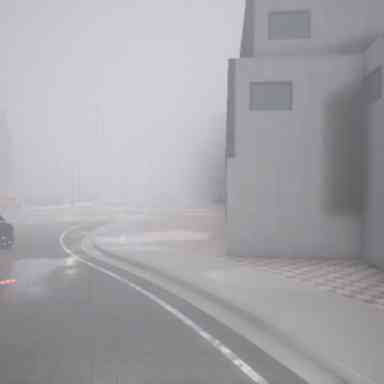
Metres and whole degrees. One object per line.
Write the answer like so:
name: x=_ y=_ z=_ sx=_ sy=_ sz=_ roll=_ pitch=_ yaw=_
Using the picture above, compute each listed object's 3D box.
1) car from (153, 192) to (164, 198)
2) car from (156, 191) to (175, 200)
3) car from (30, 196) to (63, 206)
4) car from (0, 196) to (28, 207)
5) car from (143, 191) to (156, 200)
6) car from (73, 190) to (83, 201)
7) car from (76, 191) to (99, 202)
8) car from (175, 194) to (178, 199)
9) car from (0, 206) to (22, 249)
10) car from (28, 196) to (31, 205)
car: x=-8.225 y=0.786 z=82.333 sx=1.812 sy=1.442 sz=4.674 roll=0 pitch=0 yaw=5
car: x=-5.667 y=0.736 z=71.208 sx=2.150 sy=2.045 sz=5.566 roll=0 pitch=0 yaw=5
car: x=-19.551 y=1.236 z=45.450 sx=1.895 sy=1.301 sz=4.718 roll=0 pitch=0 yaw=5
car: x=-20.458 y=1.171 z=36.153 sx=1.882 sy=1.535 sz=5.008 roll=0 pitch=0 yaw=6
car: x=-9.088 y=0.710 z=72.397 sx=2.150 sy=2.045 sz=5.566 roll=0 pitch=0 yaw=5
car: x=-21.270 y=0.723 z=65.072 sx=2.150 sy=2.045 sz=5.566 roll=0 pitch=0 yaw=5
car: x=-18.274 y=1.036 z=59.703 sx=2.128 sy=1.511 sz=4.902 roll=0 pitch=1 yaw=5
car: x=-4.706 y=0.994 z=82.410 sx=1.994 sy=1.385 sz=4.181 roll=0 pitch=0 yaw=5
car: x=-8.597 y=1.391 z=12.763 sx=4.892 sy=1.490 sz=1.837 roll=1 pitch=0 yaw=39
car: x=-22.966 y=1.216 z=46.643 sx=1.895 sy=1.301 sz=4.718 roll=0 pitch=0 yaw=5
